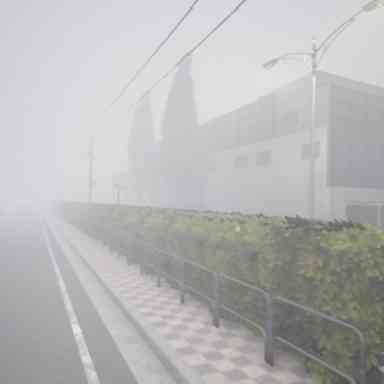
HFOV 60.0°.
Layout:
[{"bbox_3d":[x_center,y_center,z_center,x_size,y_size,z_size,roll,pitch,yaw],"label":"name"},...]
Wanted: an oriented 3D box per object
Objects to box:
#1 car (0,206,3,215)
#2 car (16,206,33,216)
[{"bbox_3d":[-24.171,2.199,40.289,1.994,1.385,4.181,2,-2,-25],"label":"car"},{"bbox_3d":[-21.431,2.387,42.623,1.895,1.301,4.718,2,-2,-25],"label":"car"}]
